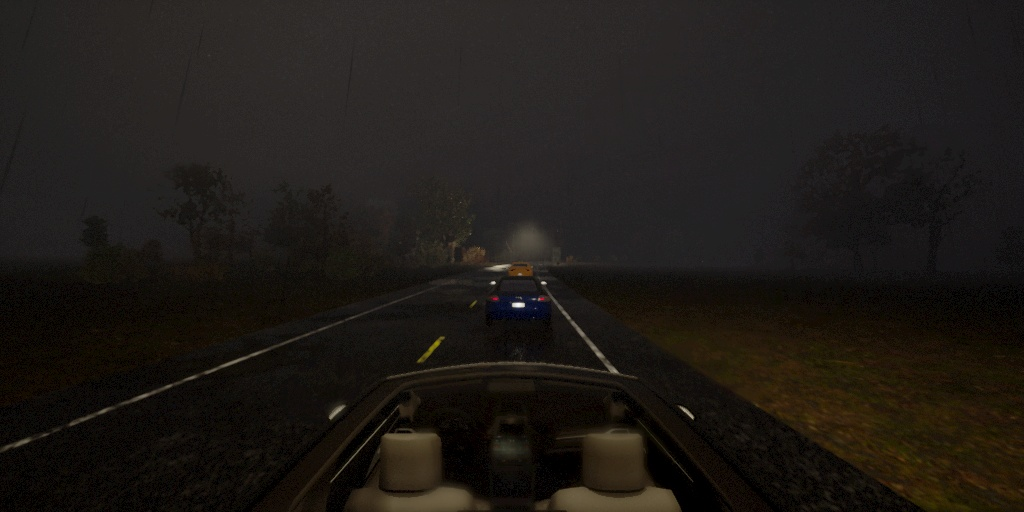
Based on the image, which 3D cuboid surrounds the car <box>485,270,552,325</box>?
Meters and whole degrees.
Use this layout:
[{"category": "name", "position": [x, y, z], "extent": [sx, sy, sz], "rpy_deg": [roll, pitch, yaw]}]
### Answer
[{"category": "car", "position": [0.209, 1.317, 11.854], "extent": [1.994, 1.385, 4.181], "rpy_deg": [0, 0, 1]}]

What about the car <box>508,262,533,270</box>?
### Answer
[{"category": "car", "position": [0.716, 1.237, 29.456], "extent": [1.882, 1.535, 5.008], "rpy_deg": [0, 0, 2]}]
